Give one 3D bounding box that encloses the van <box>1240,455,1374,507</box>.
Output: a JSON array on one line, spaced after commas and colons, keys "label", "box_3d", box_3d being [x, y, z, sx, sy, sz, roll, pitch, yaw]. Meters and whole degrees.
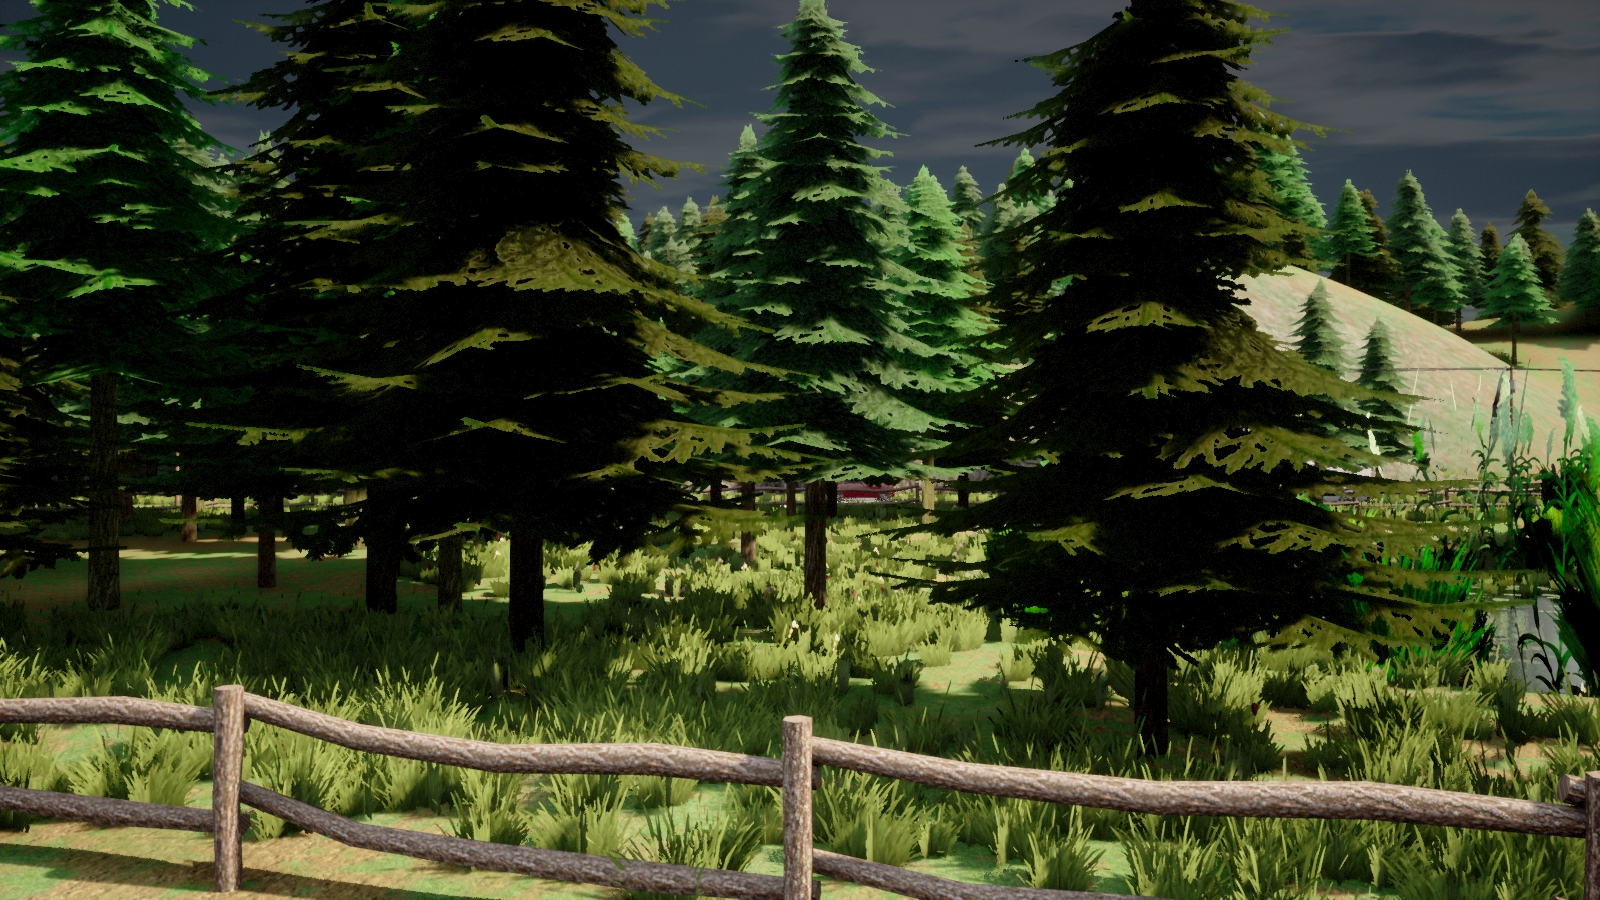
[{"label": "van", "box_3d": [25.688, 1.534, 58.074, 5.915, 2.561, 1.988, 0, 0, 7]}]
